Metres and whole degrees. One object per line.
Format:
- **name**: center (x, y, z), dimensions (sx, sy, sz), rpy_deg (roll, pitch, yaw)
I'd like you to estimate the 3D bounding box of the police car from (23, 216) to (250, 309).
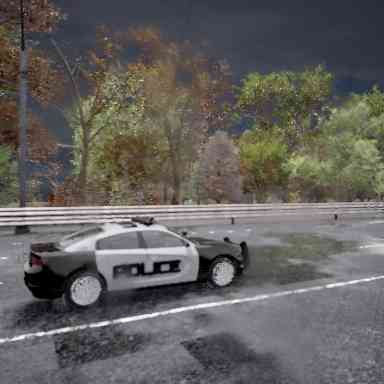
- **police car**: center (-1.033, 1.410, 7.823), dimensions (5.238, 1.638, 1.930), rpy_deg (0, 0, -26)
